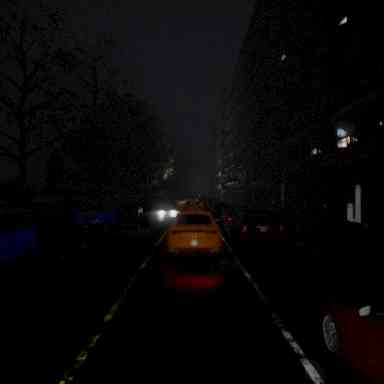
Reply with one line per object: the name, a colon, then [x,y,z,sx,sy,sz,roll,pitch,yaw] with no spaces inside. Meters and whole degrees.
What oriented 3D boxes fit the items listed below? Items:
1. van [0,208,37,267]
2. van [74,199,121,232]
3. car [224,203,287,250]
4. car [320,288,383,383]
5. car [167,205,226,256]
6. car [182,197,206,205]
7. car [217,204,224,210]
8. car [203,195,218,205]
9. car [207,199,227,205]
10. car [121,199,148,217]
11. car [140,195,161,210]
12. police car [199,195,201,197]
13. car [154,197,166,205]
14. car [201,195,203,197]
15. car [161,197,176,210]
van: [-5.690,1.345,8.791,1.690,1.788,3.998,0,0,0]
van: [-5.690,1.351,20.052,1.690,1.788,3.998,0,0,0]
car: [2.690,1.448,14.421,1.967,1.590,4.097,0,0,0]
car: [2.690,1.584,3.160,1.802,1.307,4.206,0,0,0]
car: [0.078,1.485,13.209,1.882,1.535,5.008,0,0,0]
car: [0.090,1.495,31.113,1.882,1.535,5.008,0,0,0]
car: [2.690,1.593,20.052,1.802,1.307,4.206,0,0,0]
car: [2.691,1.469,42.573,1.967,1.590,4.097,0,0,0]
car: [2.690,1.584,31.313,1.947,1.339,4.313,0,0,0]
car: [-5.690,1.583,31.313,1.947,1.339,4.313,0,0,0]
car: [-5.689,1.343,42.573,2.192,1.841,5.009,0,0,0]
police car: [2.368,1.492,67.596,1.930,1.638,5.238,0,0,0]
car: [-5.690,1.634,59.463,1.802,1.307,4.206,0,0,0]
car: [2.691,1.570,54.003,1.752,1.417,4.829,0,0,0]
car: [-3.093,1.630,43.399,1.895,1.301,4.718,0,0,0]
